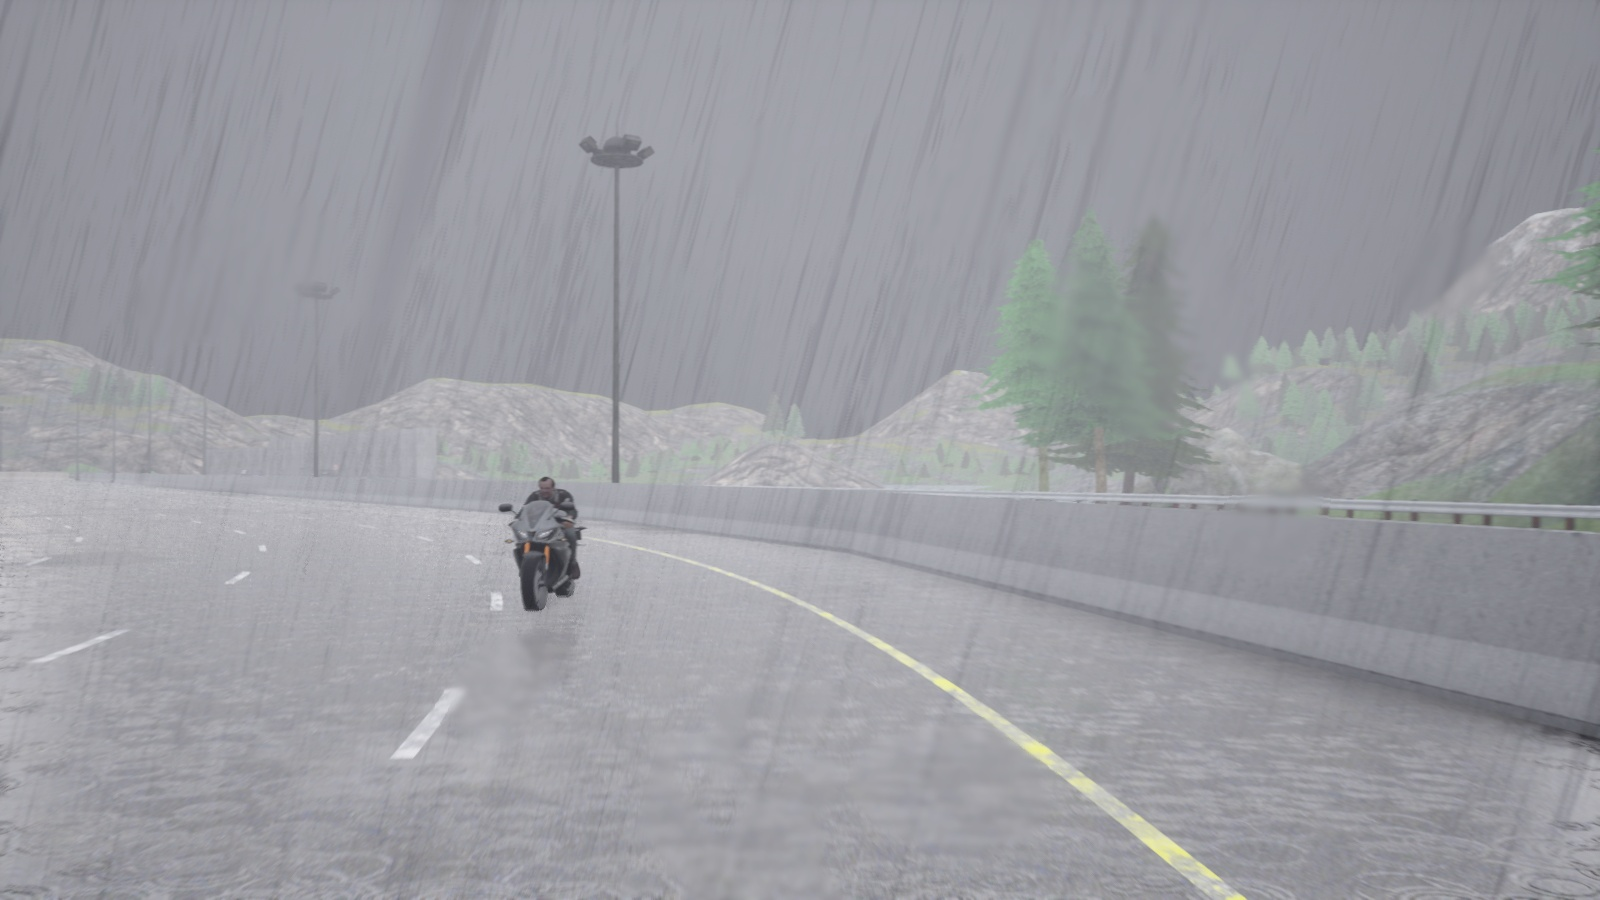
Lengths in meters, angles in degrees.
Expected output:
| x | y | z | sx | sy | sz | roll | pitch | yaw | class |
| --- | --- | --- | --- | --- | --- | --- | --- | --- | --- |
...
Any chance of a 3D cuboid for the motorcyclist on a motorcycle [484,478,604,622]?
| x | y | z | sx | sy | sz | roll | pitch | yaw | class |
| --- | --- | --- | --- | --- | --- | --- | --- | --- | --- |
| -2.964 | 1.115 | 14.794 | 0.866 | 1.530 | 2.191 | -2 | -1 | 2 | motorcyclist on a motorcycle |
